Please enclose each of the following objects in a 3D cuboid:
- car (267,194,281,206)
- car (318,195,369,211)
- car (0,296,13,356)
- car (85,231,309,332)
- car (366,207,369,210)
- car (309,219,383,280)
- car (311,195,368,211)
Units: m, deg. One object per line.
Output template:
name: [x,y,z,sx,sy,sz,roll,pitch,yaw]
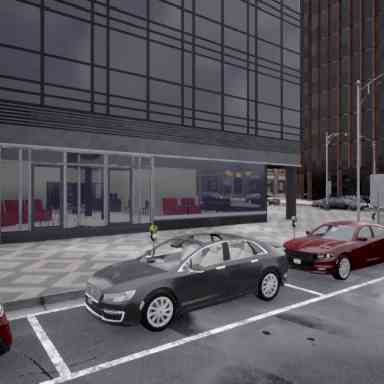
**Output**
car: [8.985,0.962,42.144,1.837,1.490,4.892,0,1,-36]
car: [16.702,1.130,36.874,1.837,1.490,4.892,0,1,-36]
car: [-4.335,1.440,3.558,4.097,1.590,1.967,0,0,-36]
car: [0.106,1.551,6.729,4.403,1.369,2.008,0,0,-36]
car: [8.988,1.441,13.072,4.097,1.590,1.967,0,0,-36]
car: [4.547,1.545,9.901,4.507,1.381,1.887,0,0,-36]
car: [14.916,1.203,33.781,2.033,1.411,5.357,0,1,-41]
